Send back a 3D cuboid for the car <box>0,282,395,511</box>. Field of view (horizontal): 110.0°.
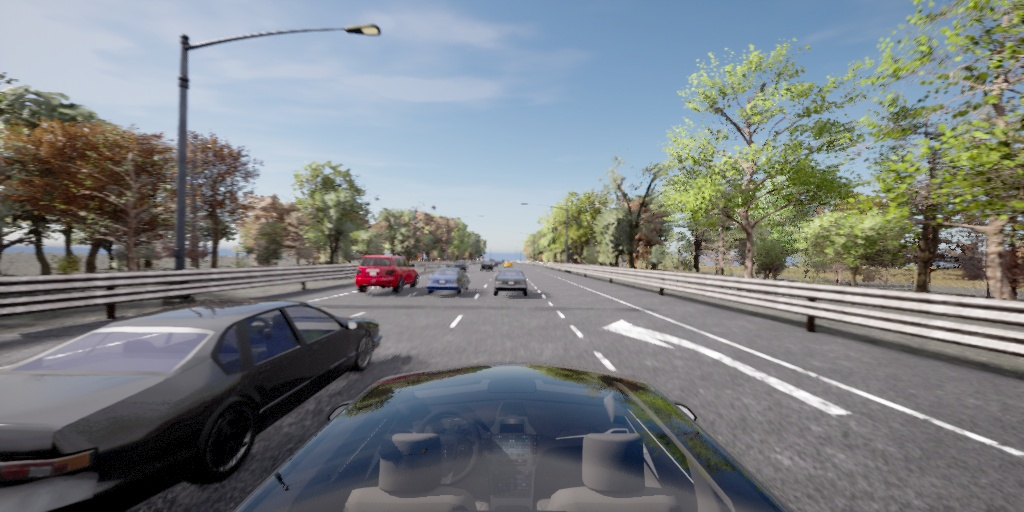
[{"bbox_3d":[-3.399,1.270,4.529,2.033,1.411,5.357,1,0,-1],"label":"car"}]

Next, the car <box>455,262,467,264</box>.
[{"bbox_3d":[-7.413,1.567,52.438,1.837,1.490,4.892,1,-1,-1],"label":"car"}]

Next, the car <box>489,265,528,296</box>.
[{"bbox_3d":[-0.070,1.430,20.701,2.033,1.411,5.357,1,0,-1],"label":"car"}]

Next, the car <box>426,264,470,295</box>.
[{"bbox_3d":[-3.573,1.383,20.726,2.033,1.411,5.357,1,0,-1],"label":"car"}]

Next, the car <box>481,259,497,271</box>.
[{"bbox_3d":[-3.975,1.639,58.464,1.882,1.535,5.008,1,-1,-1],"label":"car"}]

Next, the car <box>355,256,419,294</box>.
[{"bbox_3d":[-7.069,1.011,20.827,2.150,2.045,5.566,1,0,-1],"label":"car"}]
